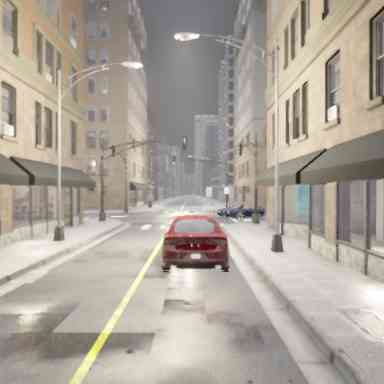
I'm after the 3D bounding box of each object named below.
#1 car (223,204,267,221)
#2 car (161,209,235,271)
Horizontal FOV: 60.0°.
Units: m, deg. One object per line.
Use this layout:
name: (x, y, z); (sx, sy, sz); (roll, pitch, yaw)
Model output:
car: (4.556, 1.636, 27.771); (4.718, 1.301, 1.895); (0, 0, -31)
car: (0.102, 1.484, 10.915); (1.882, 1.535, 5.008); (0, 0, 0)
